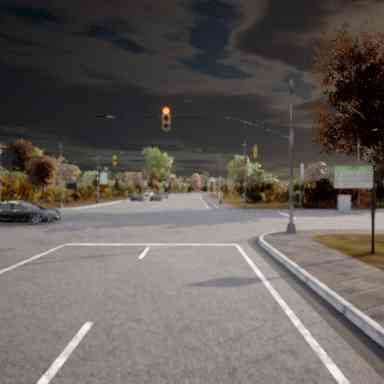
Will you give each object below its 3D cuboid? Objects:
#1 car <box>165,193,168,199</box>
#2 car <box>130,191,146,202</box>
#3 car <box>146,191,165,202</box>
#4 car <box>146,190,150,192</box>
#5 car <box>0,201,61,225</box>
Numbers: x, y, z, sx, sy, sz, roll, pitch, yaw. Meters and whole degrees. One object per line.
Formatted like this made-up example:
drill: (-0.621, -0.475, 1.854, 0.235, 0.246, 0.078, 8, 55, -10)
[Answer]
car: (-6.587, 0.997, 77.260, 1.994, 1.385, 4.181, 0, 0, 0)
car: (-10.201, 1.108, 61.742, 2.033, 1.411, 5.357, 0, 0, 1)
car: (-6.701, 1.109, 61.714, 2.033, 1.411, 5.357, 0, 0, 1)
car: (-10.086, 0.666, 77.484, 2.150, 2.045, 5.566, 0, 0, 0)
car: (-11.156, 1.395, 21.891, 4.892, 1.490, 1.837, 0, 0, 4)
